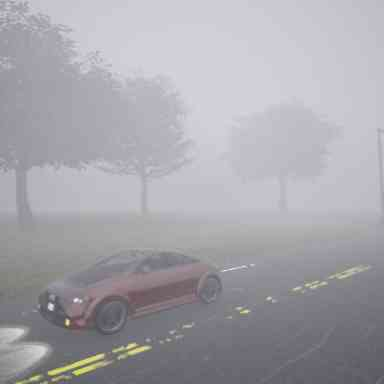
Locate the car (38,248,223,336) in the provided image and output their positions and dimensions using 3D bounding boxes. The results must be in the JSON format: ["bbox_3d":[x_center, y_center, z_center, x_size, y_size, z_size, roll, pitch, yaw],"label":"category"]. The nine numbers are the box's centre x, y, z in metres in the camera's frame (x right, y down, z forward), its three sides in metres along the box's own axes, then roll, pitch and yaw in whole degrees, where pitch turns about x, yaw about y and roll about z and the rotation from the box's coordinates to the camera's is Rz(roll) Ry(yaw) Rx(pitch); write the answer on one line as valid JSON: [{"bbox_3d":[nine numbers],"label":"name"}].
[{"bbox_3d":[-1.218,2.029,7.685,4.181,1.385,1.994,1,-4,-43],"label":"car"}]
